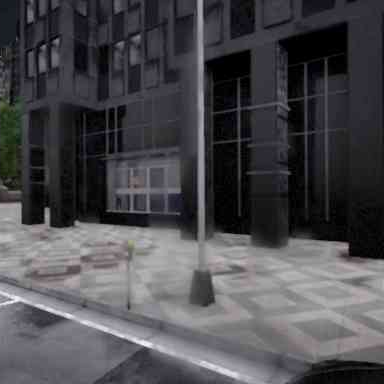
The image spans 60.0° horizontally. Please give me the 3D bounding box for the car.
[{"bbox_3d":[2.263,1.557,1.342,4.313,1.339,1.947,-1,0,36],"label":"car"}]
